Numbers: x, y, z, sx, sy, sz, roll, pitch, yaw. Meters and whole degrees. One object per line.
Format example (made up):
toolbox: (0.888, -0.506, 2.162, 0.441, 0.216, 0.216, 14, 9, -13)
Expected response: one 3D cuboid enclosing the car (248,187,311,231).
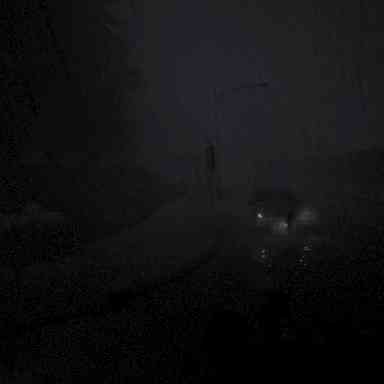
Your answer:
car: (3.208, 0.516, 13.227, 2.033, 1.411, 5.357, -2, 4, 7)
